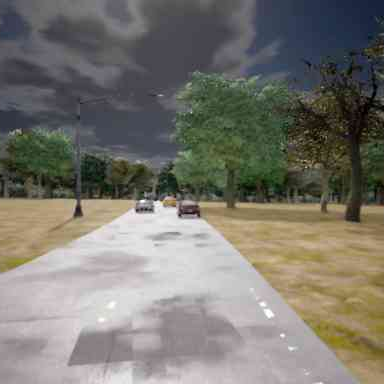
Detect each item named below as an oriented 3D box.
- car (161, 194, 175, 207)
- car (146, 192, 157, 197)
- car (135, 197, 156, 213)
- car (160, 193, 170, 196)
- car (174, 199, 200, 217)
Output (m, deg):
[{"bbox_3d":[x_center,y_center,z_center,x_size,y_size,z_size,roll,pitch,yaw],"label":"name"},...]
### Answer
[{"bbox_3d":[-3.369,1.441,50.172,1.882,1.535,5.008,0,0,-6],"label":"car"},{"bbox_3d":[-9.393,1.093,77.102,2.150,2.045,5.566,0,0,-6],"label":"car"},{"bbox_3d":[-5.023,1.520,35.592,1.994,1.385,4.181,0,0,-6],"label":"car"},{"bbox_3d":[-5.240,1.213,67.203,2.150,2.045,5.566,0,0,-6],"label":"car"},{"bbox_3d":[-0.360,1.441,30.540,1.882,1.535,5.008,0,0,-5],"label":"car"}]
